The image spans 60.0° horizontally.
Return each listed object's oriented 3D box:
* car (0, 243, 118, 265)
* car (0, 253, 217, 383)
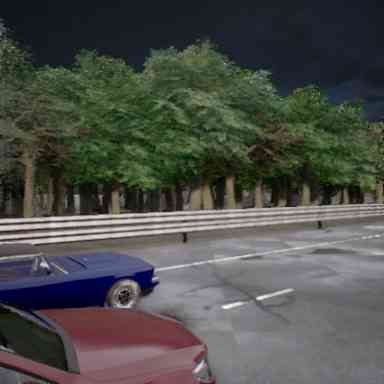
[{"bbox_3d":[-2.986,1.587,5.927,4.718,1.301,1.895,1,-1,-35],"label":"car"},{"bbox_3d":[-1.938,1.514,2.350,4.674,1.442,1.812,1,1,-35],"label":"car"}]
